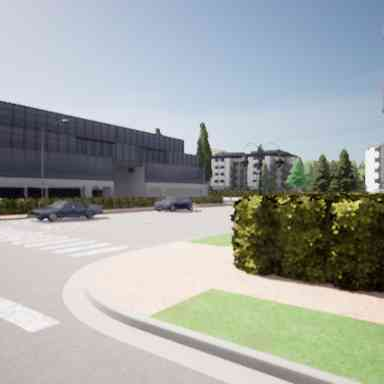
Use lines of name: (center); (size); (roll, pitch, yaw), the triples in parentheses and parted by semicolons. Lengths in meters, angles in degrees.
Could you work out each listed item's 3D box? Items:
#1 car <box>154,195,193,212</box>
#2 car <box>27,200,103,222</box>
car: (-1.897, 1.128, 34.623); (2.097, 1.767, 4.553); (1, 0, 35)
car: (-9.141, 1.323, 24.494); (2.033, 1.411, 5.357); (1, 0, 37)
